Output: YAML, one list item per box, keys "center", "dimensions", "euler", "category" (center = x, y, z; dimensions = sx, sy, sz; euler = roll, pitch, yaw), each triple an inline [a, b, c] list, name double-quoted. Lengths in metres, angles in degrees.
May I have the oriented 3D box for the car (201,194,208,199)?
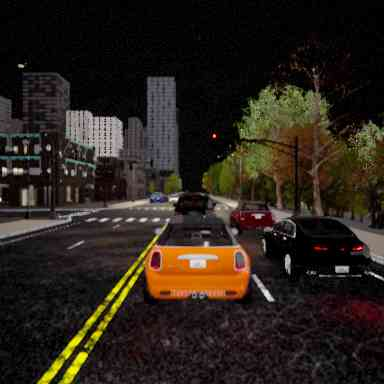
- center: [3.431, 1.150, 91.217]
  dimensions: [1.812, 1.442, 4.674]
  euler: [0, 0, 0]
  category: "car"

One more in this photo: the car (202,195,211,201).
- center: [3.410, 1.351, 80.799]
  dimensions: [2.033, 1.411, 5.357]
  euler: [0, 0, 0]
  category: "car"

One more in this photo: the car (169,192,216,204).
- center: [0.136, 1.185, 17.797]
  dimensions: [2.150, 2.045, 5.566]
  euler: [0, 0, 0]
  category: "car"

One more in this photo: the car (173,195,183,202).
- center: [-3.098, 1.355, 76.229]
  dimensions: [2.128, 1.511, 4.902]
  euler: [0, 0, 0]
  category: "car"

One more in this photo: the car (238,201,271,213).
- center: [3.388, 1.312, 19.123]
  dimensions: [2.097, 1.767, 4.553]
  euler: [0, 0, 0]
  category: "car"

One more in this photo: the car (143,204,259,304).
- center: [0.116, 1.334, 8.256]
  dimensions: [2.097, 1.767, 4.553]
  euler: [0, 0, 0]
  category: "car"

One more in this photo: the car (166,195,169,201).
- center: [-3.184, 1.391, 61.141]
  dimensions: [1.812, 1.442, 4.674]
  euler: [0, 0, 1]
  category: "car"

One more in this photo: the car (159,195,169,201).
- center: [-6.347, 1.424, 76.706]
  dimensions: [1.895, 1.301, 4.718]
  euler: [0, 0, 0]
  category: "car"

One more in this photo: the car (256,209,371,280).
- center: [3.370, 1.483, 9.878]
  dimensions: [1.837, 1.490, 4.892]
  euler: [0, 0, 0]
  category: "car"

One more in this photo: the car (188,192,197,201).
- center: [0.160, 1.036, 80.834]
  dimensions: [2.150, 2.045, 5.566]
  euler: [0, 0, 0]
  category: "car"

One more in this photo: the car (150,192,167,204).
- center: [-6.431, 1.087, 61.349]
  dimensions: [2.150, 2.045, 5.566]
  euler: [0, 0, 1]
  category: "car"
